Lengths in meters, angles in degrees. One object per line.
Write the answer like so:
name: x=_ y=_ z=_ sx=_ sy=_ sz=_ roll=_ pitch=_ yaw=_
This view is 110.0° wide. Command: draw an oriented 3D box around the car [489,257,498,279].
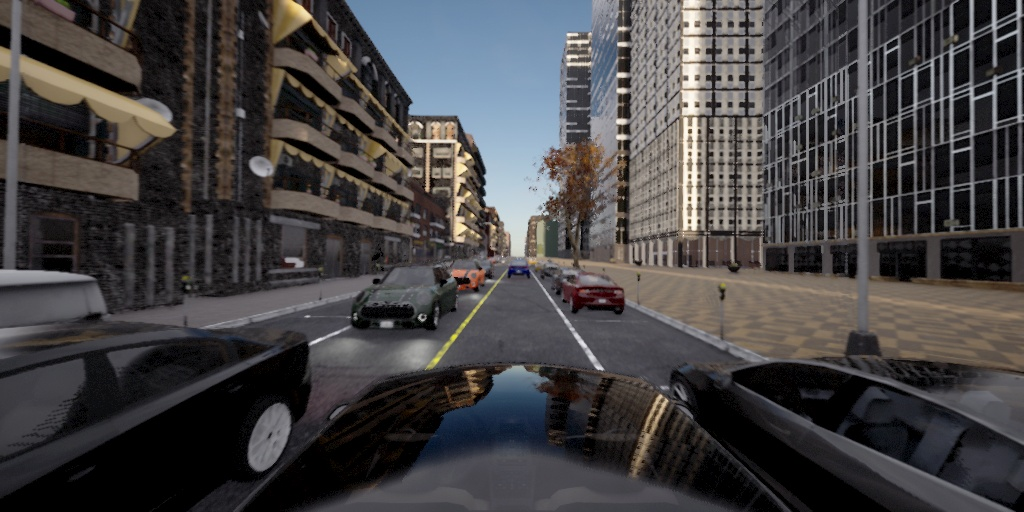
car: x=-2.493 y=1.114 z=30.662 sx=1.837 sy=1.490 sz=4.892 roll=1 pitch=1 yaw=2

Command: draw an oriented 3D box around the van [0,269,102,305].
van: x=-5.711 y=1.025 z=2.621 sx=1.690 sy=1.789 sz=3.998 roll=0 pitch=0 yaw=1

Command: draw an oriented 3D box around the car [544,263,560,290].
car: x=3.007 y=1.266 z=19.155 sx=2.007 sy=1.370 sz=4.403 roll=0 pitch=0 yaw=1

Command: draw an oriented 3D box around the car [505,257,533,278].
car: x=0.641 y=1.117 z=32.131 sx=1.882 sy=1.535 sz=5.008 roll=1 pitch=0 yaw=2

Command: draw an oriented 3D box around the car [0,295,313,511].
car: x=-3.129 y=1.194 z=1.821 sx=1.882 sy=1.535 sz=5.008 roll=1 pitch=0 yaw=1

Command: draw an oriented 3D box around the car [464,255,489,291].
car: x=-2.735 y=0.998 z=20.652 sx=2.097 sy=1.767 sz=4.553 roll=1 pitch=0 yaw=1

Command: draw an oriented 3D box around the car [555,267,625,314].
car: x=2.894 y=1.282 z=13.586 sx=1.888 sy=1.381 sz=4.507 roll=0 pitch=0 yaw=1

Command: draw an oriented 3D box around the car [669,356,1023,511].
car: x=2.668 y=1.344 z=2.451 sx=1.948 sy=1.339 sz=4.313 roll=0 pitch=0 yaw=1

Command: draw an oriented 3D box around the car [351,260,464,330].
car: x=-2.944 y=1.034 z=10.800 sx=2.097 sy=1.767 sz=4.553 roll=1 pitch=0 yaw=1

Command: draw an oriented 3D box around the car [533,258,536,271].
car: x=3.463 y=1.162 z=41.599 sx=1.751 sy=1.417 sz=4.829 roll=0 pitch=0 yaw=1

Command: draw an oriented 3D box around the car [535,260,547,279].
car: x=3.233 y=1.226 z=30.292 sx=2.007 sy=1.370 sz=4.403 roll=0 pitch=0 yaw=1
